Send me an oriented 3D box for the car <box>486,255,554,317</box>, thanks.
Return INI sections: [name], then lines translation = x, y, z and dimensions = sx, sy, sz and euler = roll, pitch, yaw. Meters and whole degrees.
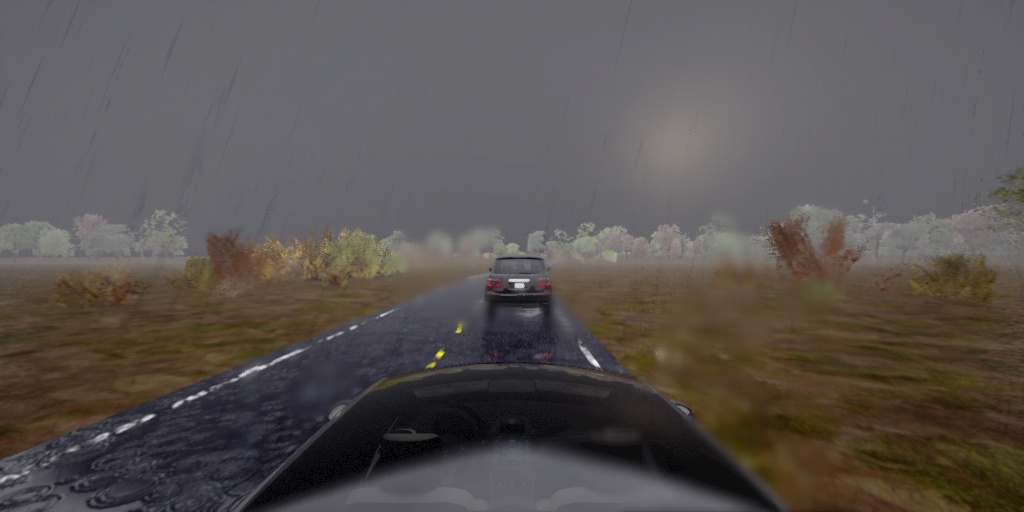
[car]
translation = 0.300, 0.971, 13.276
dimensions = 2.150, 2.045, 5.566
euler = 0, 0, 2
